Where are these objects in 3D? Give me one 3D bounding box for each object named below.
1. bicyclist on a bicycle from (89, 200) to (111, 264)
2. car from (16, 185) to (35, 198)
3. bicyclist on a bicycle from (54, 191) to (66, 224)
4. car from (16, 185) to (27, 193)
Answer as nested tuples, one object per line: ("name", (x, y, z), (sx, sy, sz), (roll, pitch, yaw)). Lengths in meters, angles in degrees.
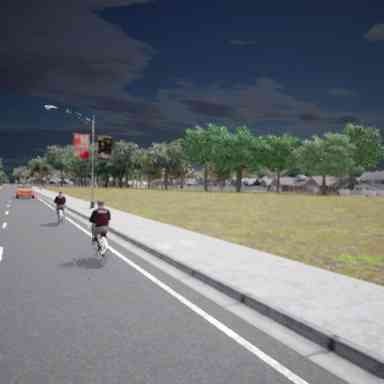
("bicyclist on a bicycle", (-2.696, 1.093, 9.625), (0.659, 1.776, 1.843), (1, 2, -28))
("car", (-22.240, -0.128, 44.354), (2.097, 1.767, 4.553), (1, 1, -28))
("bicyclist on a bicycle", (-7.046, 0.815, 17.727), (0.659, 1.776, 1.843), (1, 2, -28))
("car", (-33.149, -0.646, 64.461), (1.837, 1.490, 4.892), (1, 1, -28))
